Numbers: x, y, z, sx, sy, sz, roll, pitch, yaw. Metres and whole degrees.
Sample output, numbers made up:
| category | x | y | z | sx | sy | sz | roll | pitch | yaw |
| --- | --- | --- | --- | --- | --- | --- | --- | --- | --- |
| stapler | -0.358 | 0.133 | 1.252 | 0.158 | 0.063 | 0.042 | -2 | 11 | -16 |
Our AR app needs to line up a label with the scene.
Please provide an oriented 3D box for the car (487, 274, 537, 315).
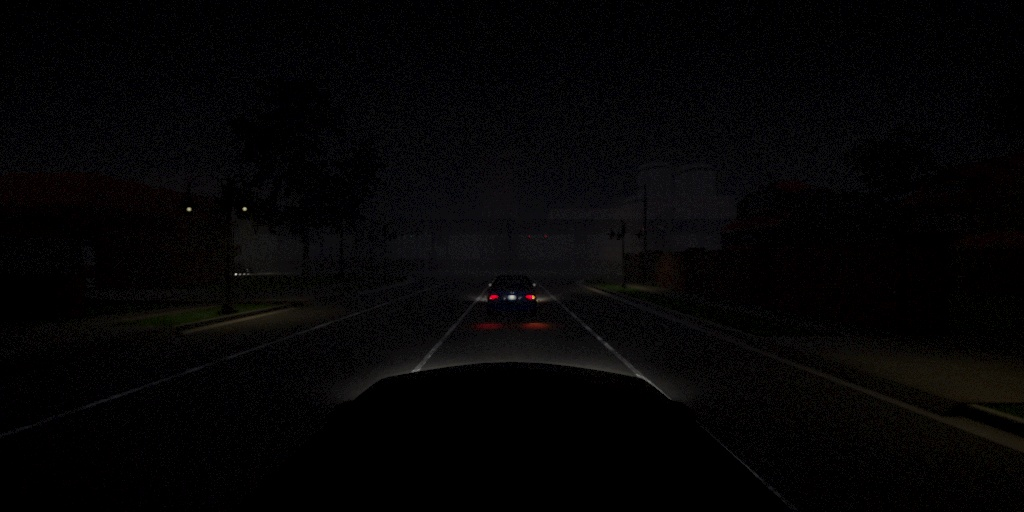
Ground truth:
| category | x | y | z | sx | sy | sz | roll | pitch | yaw |
| --- | --- | --- | --- | --- | --- | --- | --- | --- | --- |
| car | 0.005 | 1.439 | 14.334 | 2.033 | 1.411 | 5.357 | 0 | -1 | 0 |

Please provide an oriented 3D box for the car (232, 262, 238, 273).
| category | x | y | z | sx | sy | sz | roll | pitch | yaw |
| --- | --- | --- | --- | --- | --- | --- | --- | --- | --- |
| car | -40.459 | 1.860 | 48.858 | 4.181 | 1.385 | 1.994 | 0 | 0 | 2 |
